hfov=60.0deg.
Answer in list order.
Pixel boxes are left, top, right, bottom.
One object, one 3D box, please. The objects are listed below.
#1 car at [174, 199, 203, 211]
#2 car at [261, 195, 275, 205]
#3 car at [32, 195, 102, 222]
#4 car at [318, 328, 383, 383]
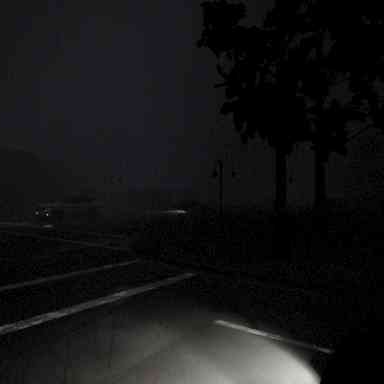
[{"bbox_3d":[-0.425,1.564,40.885,1.994,1.385,4.181,0,0,34],"label":"car"},{"bbox_3d":[13.853,1.347,60.774,2.097,1.767,4.553,0,0,7],"label":"car"},{"bbox_3d":[-9.927,1.233,26.918,2.150,2.045,5.566,0,0,34],"label":"car"},{"bbox_3d":[2.887,1.564,1.913,4.181,1.385,1.994,0,0,36],"label":"car"}]
